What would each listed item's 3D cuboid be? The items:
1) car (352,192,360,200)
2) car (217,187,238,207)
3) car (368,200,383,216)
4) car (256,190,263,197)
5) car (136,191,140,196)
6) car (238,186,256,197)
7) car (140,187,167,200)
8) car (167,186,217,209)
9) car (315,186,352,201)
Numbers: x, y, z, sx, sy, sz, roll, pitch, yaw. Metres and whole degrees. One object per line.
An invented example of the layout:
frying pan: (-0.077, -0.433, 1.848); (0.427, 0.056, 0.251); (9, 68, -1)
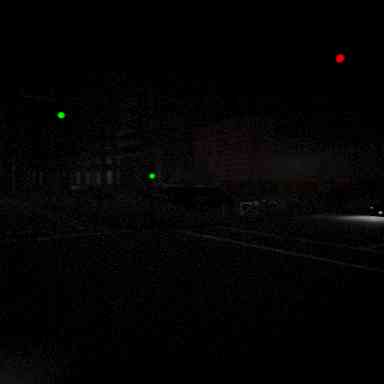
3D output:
car: (20.795, 0.370, 45.579); (1.970, 1.475, 3.806); (-1, 1, -35)
car: (2.284, 0.490, 32.755); (1.905, 1.878, 3.866); (-1, 1, -35)
car: (15.078, 0.977, 24.172); (5.357, 1.411, 2.033); (-1, 1, -33)
car: (10.848, 0.112, 59.935); (1.784, 1.438, 3.905); (-1, 1, -35)
car: (-9.261, 0.173, 64.365); (1.970, 1.475, 3.806); (-1, 1, -35)
car: (8.428, -0.053, 58.338); (1.932, 1.855, 4.605); (-1, 1, -35)
car: (-5.420, 0.460, 48.665); (1.970, 1.475, 3.806); (-1, 1, -35)
car: (-0.128, 0.533, 31.155); (1.932, 1.855, 4.605); (-1, 1, -35)
car: (18.406, 0.176, 43.938); (1.905, 1.878, 3.866); (-1, 1, -35)
